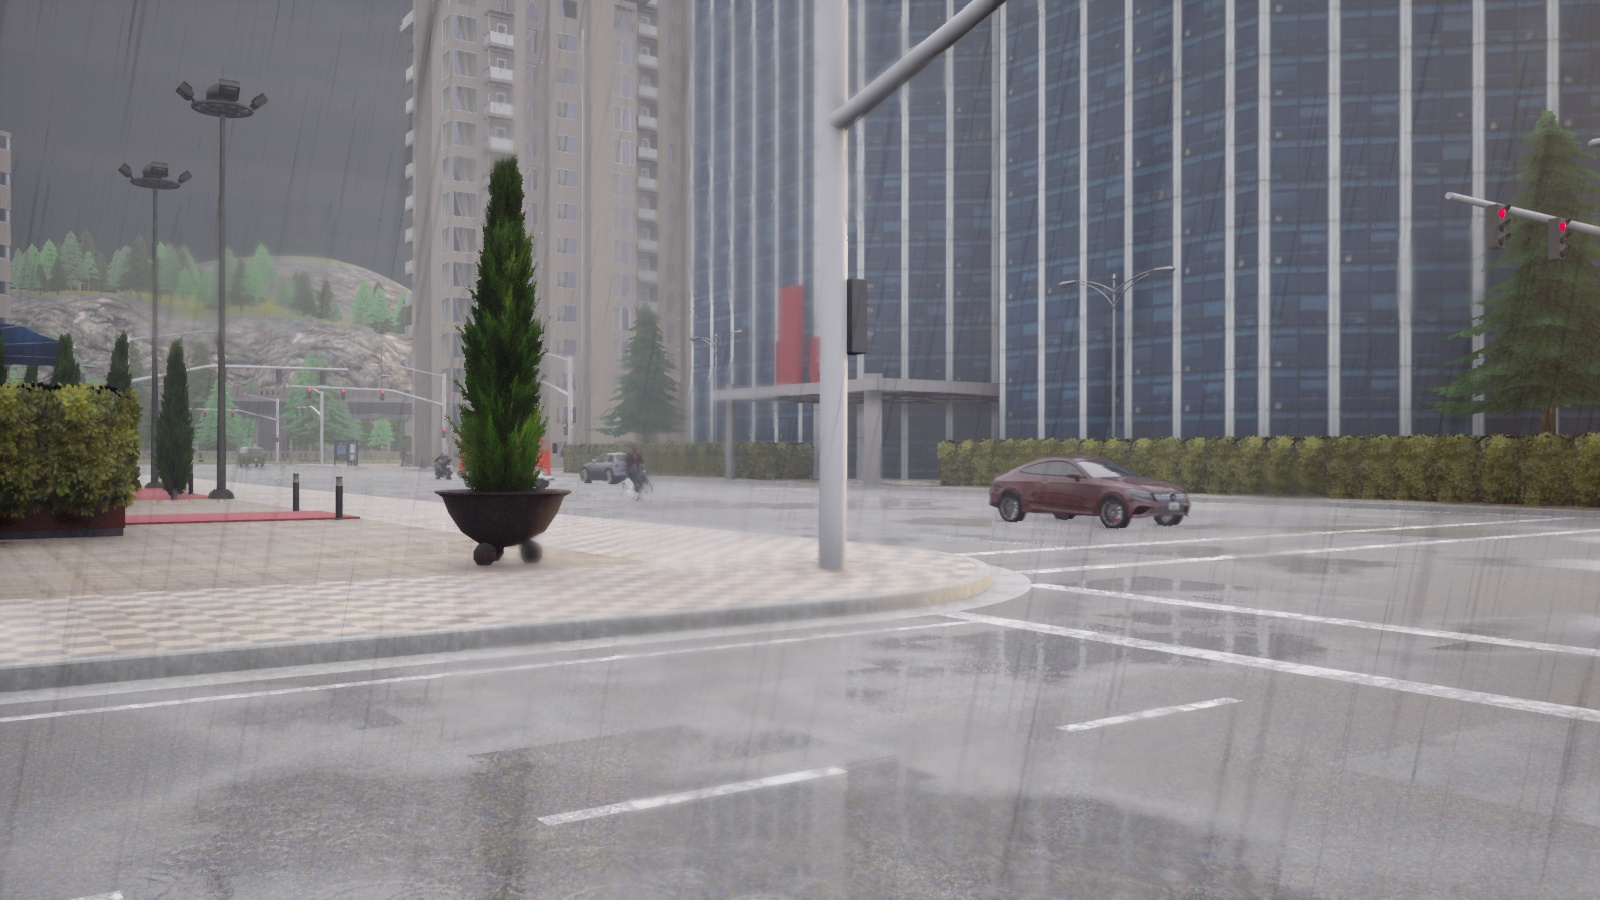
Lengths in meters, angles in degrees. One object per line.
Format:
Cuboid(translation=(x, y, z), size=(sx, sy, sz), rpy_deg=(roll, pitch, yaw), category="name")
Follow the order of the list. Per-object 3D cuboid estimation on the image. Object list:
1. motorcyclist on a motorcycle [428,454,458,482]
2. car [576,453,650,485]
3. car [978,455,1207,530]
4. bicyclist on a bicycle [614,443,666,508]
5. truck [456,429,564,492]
Cuboid(translation=(-19.588, 0.990, 68.870), size=(0.866, 1.530, 2.191), rpy_deg=(0, 0, -35), category="motorcyclist on a motorcycle")
Cuboid(translation=(-8.940, 0.876, 59.848), size=(1.970, 1.475, 3.806), rpy_deg=(0, 0, -35), category="car")
Cuboid(translation=(6.051, 0.822, 26.498), size=(1.812, 1.442, 4.674), rpy_deg=(0, 0, -35), category="car")
Cuboid(translation=(-4.536, 0.712, 35.420), size=(0.659, 1.776, 1.843), rpy_deg=(0, 0, -35), category="bicyclist on a bicycle")
Cuboid(translation=(-12.126, 0.412, 52.237), size=(2.627, 2.467, 5.204), rpy_deg=(0, 0, -35), category="truck")
